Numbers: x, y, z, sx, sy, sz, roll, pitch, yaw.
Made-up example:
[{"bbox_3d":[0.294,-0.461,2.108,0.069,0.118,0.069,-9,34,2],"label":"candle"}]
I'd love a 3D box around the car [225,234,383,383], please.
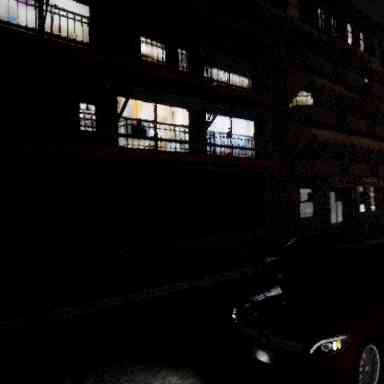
[{"bbox_3d":[2.579,1.673,5.469,4.674,1.442,1.812,0,-3,-41],"label":"car"}]

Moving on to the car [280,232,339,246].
[{"bbox_3d":[3.640,1.857,9.724,4.206,1.307,1.802,0,-4,-40],"label":"car"}]
